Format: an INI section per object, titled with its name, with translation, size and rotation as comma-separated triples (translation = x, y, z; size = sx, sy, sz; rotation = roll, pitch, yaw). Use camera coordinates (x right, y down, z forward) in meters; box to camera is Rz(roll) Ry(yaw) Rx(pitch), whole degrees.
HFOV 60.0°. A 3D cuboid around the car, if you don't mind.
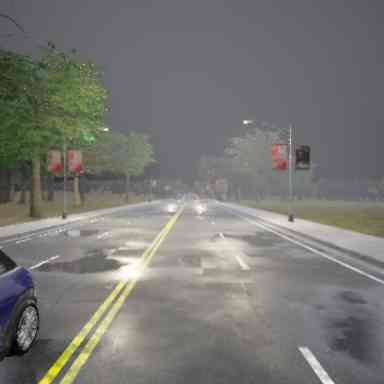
[car]
translation = -3.331, 1.373, 3.064
size = 2.097, 1.767, 4.553
rotation = 0, 0, 0
